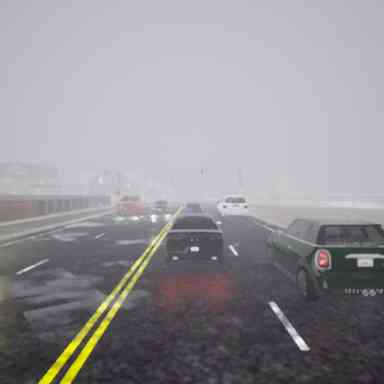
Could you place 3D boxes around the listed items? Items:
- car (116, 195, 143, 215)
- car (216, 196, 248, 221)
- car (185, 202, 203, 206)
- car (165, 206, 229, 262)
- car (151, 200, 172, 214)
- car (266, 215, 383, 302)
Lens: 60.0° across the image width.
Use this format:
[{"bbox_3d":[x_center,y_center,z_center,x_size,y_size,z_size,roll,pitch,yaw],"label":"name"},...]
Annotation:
[{"bbox_3d":[-6.588,1.356,35.687,2.150,2.045,5.566,0,0,0],"label":"car"},{"bbox_3d":[3.351,1.323,28.250,2.150,2.045,5.566,0,0,0],"label":"car"},{"bbox_3d":[0.102,1.635,30.051,1.812,1.442,4.674,0,0,0],"label":"car"},{"bbox_3d":[0.092,1.519,12.259,1.882,1.535,5.008,0,0,0],"label":"car"},{"bbox_3d":[-3.333,1.642,36.857,1.837,1.490,4.892,0,0,0],"label":"car"},{"bbox_3d":[3.326,1.380,8.490,2.097,1.767,4.553,0,0,0],"label":"car"}]
